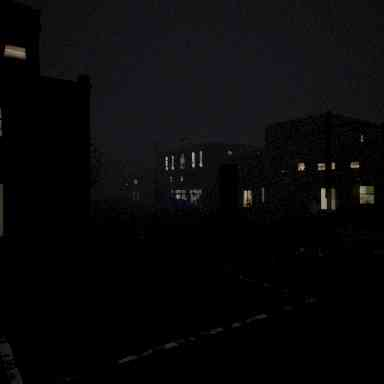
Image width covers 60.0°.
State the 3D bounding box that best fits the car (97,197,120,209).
[{"bbox_3d":[-15.715,2.040,62.382,2.150,2.045,5.566,-1,0,-36],"label":"car"}]

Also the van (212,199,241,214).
[{"bbox_3d":[4.051,1.708,39.694,1.690,1.788,3.998,-2,0,-36],"label":"van"}]

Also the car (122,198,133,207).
[{"bbox_3d":[-12.638,2.086,62.546,2.192,1.841,5.009,-2,0,-36],"label":"car"}]

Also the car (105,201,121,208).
[{"bbox_3d":[-15.968,2.434,67.116,1.802,1.307,4.206,-2,0,-36],"label":"car"}]

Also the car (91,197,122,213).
[{"bbox_3d":[-12.728,2.002,48.516,2.192,1.841,5.009,-2,0,-36],"label":"car"}]

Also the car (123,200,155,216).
[{"bbox_3d":[-5.947,2.048,39.239,1.752,1.417,4.829,-2,0,-36],"label":"car"}]

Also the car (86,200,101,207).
[{"bbox_3d":[-22.644,2.596,76.257,1.802,1.307,4.206,-2,0,-36],"label":"car"}]

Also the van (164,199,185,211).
[{"bbox_3d":[-2.624,1.869,48.834,1.690,1.788,3.998,-2,0,-36],"label":"van"}]
